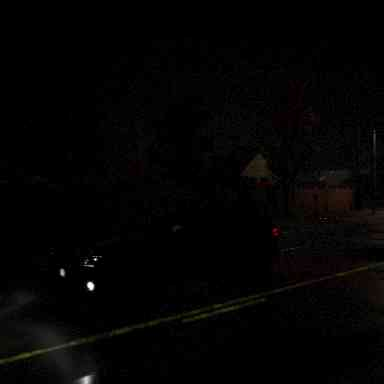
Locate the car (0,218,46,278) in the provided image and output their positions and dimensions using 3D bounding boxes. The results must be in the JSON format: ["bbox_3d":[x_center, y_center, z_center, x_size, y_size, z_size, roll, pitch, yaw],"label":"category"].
[{"bbox_3d":[-5.653,1.479,8.558,5.008,1.535,1.882,0,0,-36],"label":"car"}]

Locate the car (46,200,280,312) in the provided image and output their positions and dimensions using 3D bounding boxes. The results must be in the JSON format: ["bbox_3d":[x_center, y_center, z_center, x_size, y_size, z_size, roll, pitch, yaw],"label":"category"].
[{"bbox_3d":[-0.270,1.229,8.099,5.566,2.045,2.150,0,0,-36],"label":"car"}]
